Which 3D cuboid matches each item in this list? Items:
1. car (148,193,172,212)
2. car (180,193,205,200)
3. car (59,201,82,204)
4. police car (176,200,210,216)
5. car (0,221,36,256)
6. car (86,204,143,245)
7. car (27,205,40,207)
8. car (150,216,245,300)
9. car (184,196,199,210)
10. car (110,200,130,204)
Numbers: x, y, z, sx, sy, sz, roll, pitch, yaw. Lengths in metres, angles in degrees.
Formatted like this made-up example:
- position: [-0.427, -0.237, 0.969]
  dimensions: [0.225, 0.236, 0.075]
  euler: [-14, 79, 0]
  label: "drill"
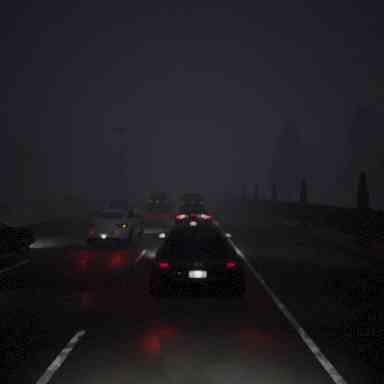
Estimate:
- position: [-3.481, 1.092, 36.383]
  dimensions: [2.150, 2.045, 5.566]
  euler: [0, 0, 0]
  label: "car"
- position: [0.041, 1.106, 31.128]
  dimensions: [2.150, 2.045, 5.566]
  euler: [0, -1, 0]
  label: "car"
- position: [-14.180, 1.216, 38.269]
  dimensions: [2.097, 1.767, 4.553]
  euler: [0, 0, 0]
  label: "car"
- position: [0.063, 1.434, 19.165]
  dimensions: [2.038, 1.542, 4.974]
  euler: [0, 0, 0]
  label: "police car"
- position: [-6.919, 1.510, 10.314]
  dimensions: [2.033, 1.411, 5.357]
  euler: [0, 0, 0]
  label: "car"
- position: [-3.430, 1.472, 15.228]
  dimensions: [1.812, 1.442, 4.674]
  euler: [0, 0, 0]
  label: "car"
- position: [-21.197, 1.446, 44.136]
  dimensions: [1.895, 1.301, 4.718]
  euler: [0, 0, -1]
  label: "car"
- position: [0.091, 1.534, 8.346]
  dimensions: [1.994, 1.385, 4.181]
  euler: [0, 0, -1]
  label: "car"
- position: [-0.049, 1.307, 42.312]
  dimensions: [1.801, 1.575, 5.366]
  euler: [0, 0, -1]
  label: "car"
- position: [-6.964, 1.451, 32.092]
  dimensions: [1.994, 1.385, 4.181]
  euler: [0, 0, 0]
  label: "car"
